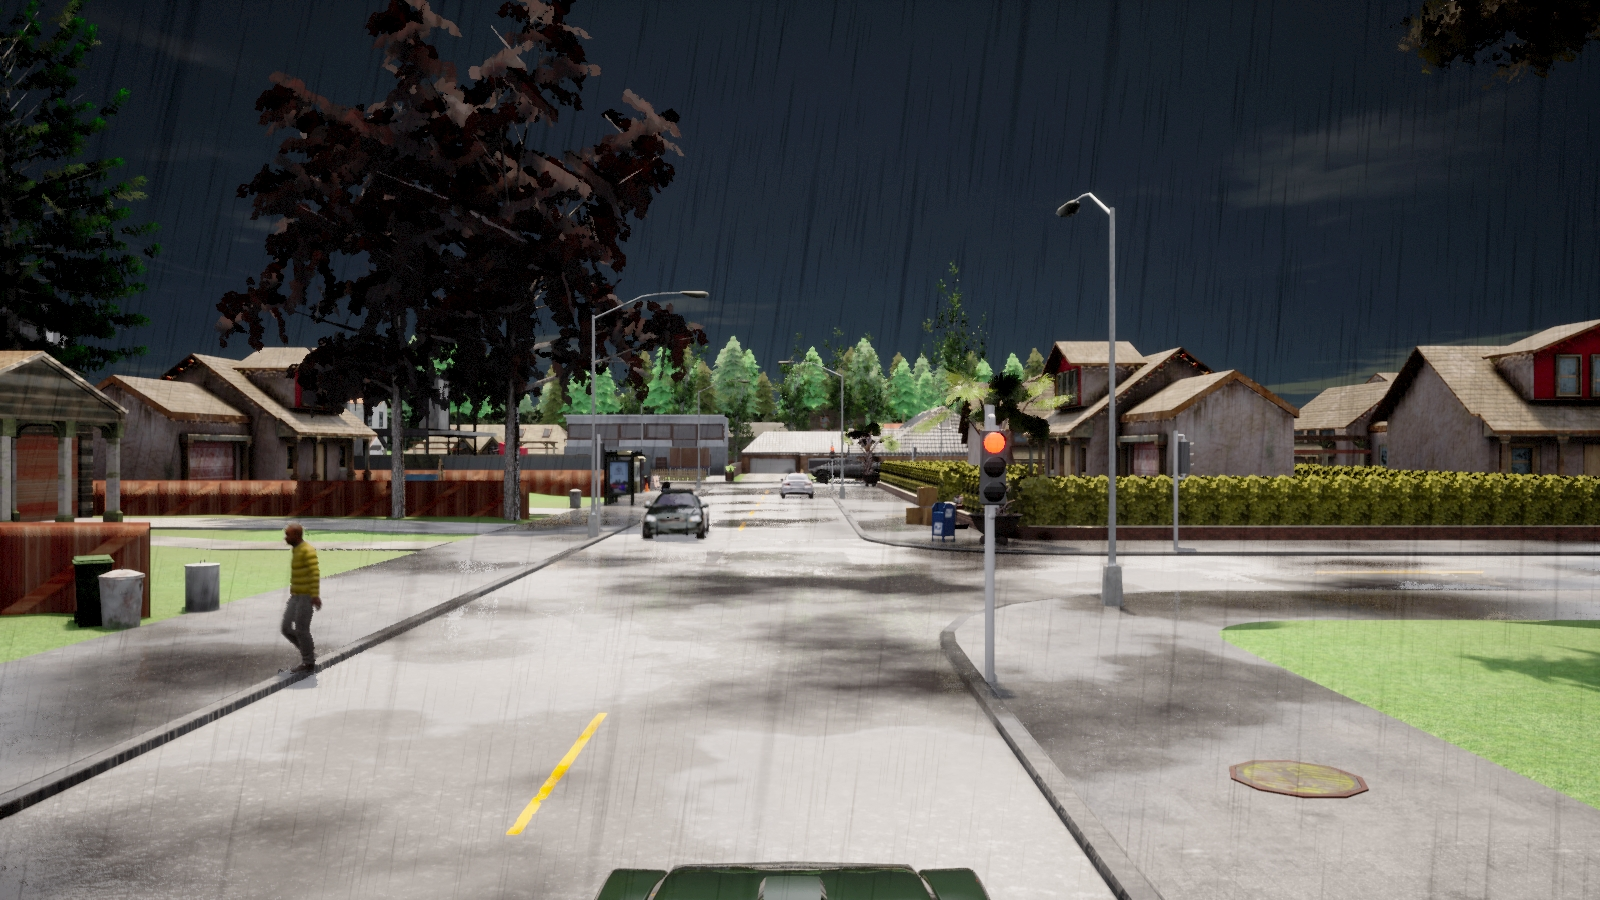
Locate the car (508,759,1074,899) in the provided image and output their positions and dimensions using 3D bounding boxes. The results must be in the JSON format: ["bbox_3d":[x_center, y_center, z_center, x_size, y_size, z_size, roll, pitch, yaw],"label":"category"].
[{"bbox_3d":[-0.028,2.155,3.193,1.895,1.301,4.718,0,0,0],"label":"car"}]

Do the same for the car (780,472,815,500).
[{"bbox_3d":[-0.164,2.081,66.907,2.002,1.442,4.674,0,0,0],"label":"car"}]

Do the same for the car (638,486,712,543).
[{"bbox_3d":[-3.978,2.037,37.080,2.038,1.542,4.974,0,0,-2],"label":"car"}]

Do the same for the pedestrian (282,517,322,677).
[{"bbox_3d":[-6.008,1.756,13.777,0.375,1.860,0.375,0,0,-36],"label":"pedestrian"}]
